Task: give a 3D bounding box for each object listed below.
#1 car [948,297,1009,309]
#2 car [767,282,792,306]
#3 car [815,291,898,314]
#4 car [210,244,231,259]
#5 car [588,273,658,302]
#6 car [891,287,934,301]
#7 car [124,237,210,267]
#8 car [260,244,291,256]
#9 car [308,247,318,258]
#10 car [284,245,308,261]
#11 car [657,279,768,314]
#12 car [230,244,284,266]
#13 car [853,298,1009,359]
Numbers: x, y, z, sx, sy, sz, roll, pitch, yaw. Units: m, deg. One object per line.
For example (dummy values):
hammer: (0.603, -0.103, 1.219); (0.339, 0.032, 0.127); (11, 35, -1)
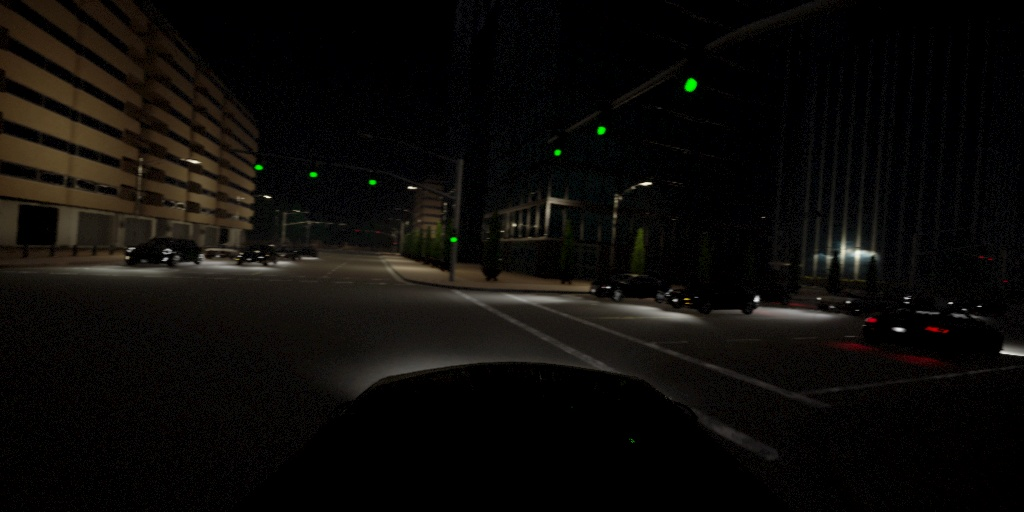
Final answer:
car: (36.689, 3.936, 28.253); (4.718, 1.301, 1.895); (4, 0, -21)
car: (16.558, 2.447, 24.091); (4.892, 1.490, 1.837); (4, 0, -22)
car: (21.115, 2.857, 22.140); (4.718, 1.301, 1.895); (4, 0, -22)
car: (-24.328, -0.342, 30.792); (1.895, 1.301, 4.718); (4, 0, -21)
car: (6.661, 1.746, 20.158); (4.902, 1.511, 2.128); (4, 0, -22)
car: (34.105, 3.508, 31.000); (4.553, 1.767, 2.097); (4, 0, -21)
car: (-20.713, -0.343, 21.587); (2.097, 1.767, 4.553); (4, 0, -20)
car: (-29.996, -0.785, 45.693); (2.033, 1.411, 5.357); (4, 0, -21)
car: (-26.815, -0.548, 47.128); (1.994, 1.385, 4.181); (4, 0, -21)
car: (-22.920, -0.353, 36.880); (2.128, 1.511, 4.902); (4, 0, -21)
car: (9.900, 1.983, 17.680); (4.892, 1.490, 1.837); (4, 0, -22)
car: (-19.166, -0.082, 27.223); (1.837, 1.490, 4.892); (4, 0, -22)
car: (13.395, 2.297, 11.435); (4.181, 1.385, 1.994); (4, 0, -22)
